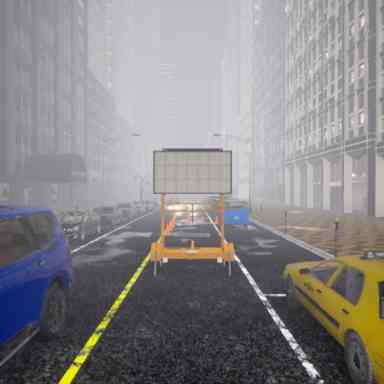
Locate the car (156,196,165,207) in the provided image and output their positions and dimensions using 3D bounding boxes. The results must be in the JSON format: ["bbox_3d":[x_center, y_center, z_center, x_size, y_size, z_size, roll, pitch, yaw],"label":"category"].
[{"bbox_3d":[-5.678,1.539,50.334,2.008,1.369,4.403,-1,0,0],"label":"car"}]

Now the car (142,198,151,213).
[{"bbox_3d":[-5.685,1.543,33.283,2.008,1.369,4.403,-1,0,0],"label":"car"}]

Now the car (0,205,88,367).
[{"bbox_3d":[-3.101,1.220,3.526,2.150,2.045,5.566,0,0,0],"label":"car"}]

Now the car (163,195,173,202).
[{"bbox_3d":[-5.667,1.420,78.752,1.967,1.590,4.097,-1,0,0],"label":"car"}]

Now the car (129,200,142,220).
[{"bbox_3d":[-5.687,1.538,27.599,1.887,1.381,4.507,-1,0,0],"label":"car"}]

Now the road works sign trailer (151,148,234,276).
[{"bbox_3d":[0.020,0.462,10.279,2.380,3.560,2.880,0,0,0],"label":"road works sign trailer"}]

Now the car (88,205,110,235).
[{"bbox_3d":[-5.691,1.547,16.232,2.008,1.369,4.403,-1,0,0],"label":"car"}]

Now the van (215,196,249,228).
[{"bbox_3d":[2.690,1.336,21.912,1.690,1.788,3.998,-1,0,0],"label":"van"}]

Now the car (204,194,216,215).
[{"bbox_3d":[2.694,1.307,33.279,2.192,1.841,5.009,-1,0,0],"label":"car"}]

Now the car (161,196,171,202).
[{"bbox_3d":[-5.668,1.563,73.068,1.802,1.307,4.206,-1,0,0],"label":"car"}]

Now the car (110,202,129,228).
[{"bbox_3d":[-5.689,1.561,21.916,1.947,1.339,4.313,-1,0,0],"label":"car"}]

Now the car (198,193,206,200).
[{"bbox_3d":[2.717,1.291,90.116,2.192,1.841,5.009,-1,0,0],"label":"car"}]

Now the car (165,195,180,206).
[{"bbox_3d":[-3.021,1.479,55.309,2.128,1.511,4.902,0,0,1],"label":"car"}]

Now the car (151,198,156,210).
[{"bbox_3d":[-5.682,1.573,38.967,1.802,1.307,4.206,-1,0,0],"label":"car"}]

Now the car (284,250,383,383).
[{"bbox_3d":[2.685,1.524,5.031,1.752,1.417,4.829,-1,0,0],"label":"car"}]

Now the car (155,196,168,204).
[{"bbox_3d":[-5.673,1.536,61.701,2.008,1.369,4.403,-1,0,0],"label":"car"}]

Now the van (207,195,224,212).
[{"bbox_3d":[2.696,1.332,38.963,1.690,1.788,3.998,-1,0,0],"label":"van"}]

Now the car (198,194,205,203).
[{"bbox_3d":[2.708,1.536,61.697,2.008,1.369,4.403,-1,0,0],"label":"car"}]

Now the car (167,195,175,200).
[{"bbox_3d":[-5.661,1.501,89.950,1.752,1.417,4.829,-1,0,0],"label":"car"}]
